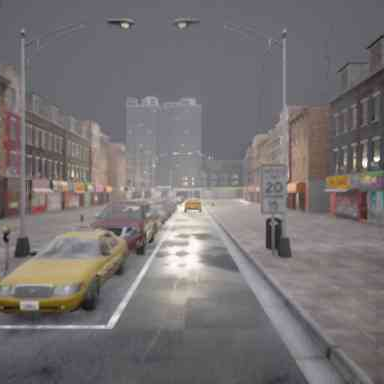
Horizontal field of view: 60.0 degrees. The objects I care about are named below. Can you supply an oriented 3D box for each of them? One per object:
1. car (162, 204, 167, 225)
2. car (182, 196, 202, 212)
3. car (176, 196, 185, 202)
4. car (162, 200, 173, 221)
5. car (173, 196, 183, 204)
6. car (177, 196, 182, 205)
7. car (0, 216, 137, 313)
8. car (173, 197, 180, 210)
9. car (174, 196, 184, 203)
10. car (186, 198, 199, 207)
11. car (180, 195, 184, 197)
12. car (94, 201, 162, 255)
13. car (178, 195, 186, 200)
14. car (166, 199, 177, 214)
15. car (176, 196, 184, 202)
[{"bbox_3d":[-2.636,1.579,18.882,1.802,1.307,4.206,0,0,0],"label":"car"},{"bbox_3d":[0.108,1.474,38.671,1.882,1.535,5.008,0,-1,0],"label":"car"},{"bbox_3d":[-2.625,1.561,78.855,1.947,1.339,4.313,0,0,0],"label":"car"},{"bbox_3d":[-2.635,1.522,24.164,1.752,1.417,4.829,0,0,0],"label":"car"},{"bbox_3d":[-2.628,1.521,62.328,1.752,1.417,4.829,0,0,0],"label":"car"},{"bbox_3d":[-2.632,1.547,40.690,2.008,1.369,4.403,0,0,0],"label":"car"},{"bbox_3d":[-2.638,1.524,7.808,1.752,1.417,4.829,0,0,0],"label":"car"},{"bbox_3d":[-2.633,1.562,35.238,1.947,1.339,4.313,0,0,0],"label":"car"},{"bbox_3d":[-2.627,1.562,67.951,1.947,1.339,4.313,0,0,0],"label":"car"},{"bbox_3d":[0.096,1.597,52.768,1.895,1.301,4.718,0,0,1],"label":"car"},{"bbox_3d":[-2.629,1.547,57.046,2.008,1.369,4.403,0,0,0],"label":"car"},{"bbox_3d":[-2.637,1.313,13.429,2.192,1.841,5.009,0,0,0],"label":"car"},{"bbox_3d":[-2.623,1.560,89.759,1.947,1.339,4.313,0,0,0],"label":"car"},{"bbox_3d":[-2.634,1.562,29.786,1.947,1.339,4.313,0,0,0],"label":"car"},{"bbox_3d":[-2.626,1.577,73.403,1.802,1.307,4.206,0,0,0],"label":"car"}]
